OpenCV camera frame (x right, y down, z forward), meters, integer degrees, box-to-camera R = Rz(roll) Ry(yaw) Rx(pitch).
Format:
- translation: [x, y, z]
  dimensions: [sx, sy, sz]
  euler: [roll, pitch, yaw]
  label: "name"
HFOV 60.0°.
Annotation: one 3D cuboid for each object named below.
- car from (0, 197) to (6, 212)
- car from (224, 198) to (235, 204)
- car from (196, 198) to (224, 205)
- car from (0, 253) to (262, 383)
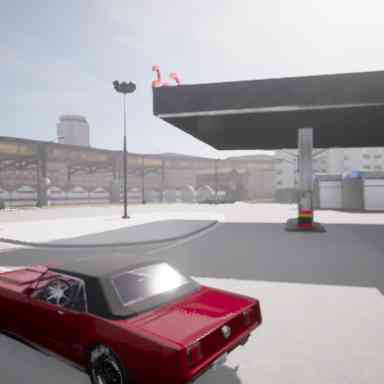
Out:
- translation: [-26.248, 1.684, 41.422]
  dimensions: [2.150, 2.045, 5.566]
  euler: [-1, -1, 28]
  label: "car"
- translation: [6.667, 1.962, 71.449]
  dimensions: [4.718, 1.301, 1.895]
  euler: [0, 0, -19]
  label: "car"
- translation: [3.197, 1.863, 66.438]
  dimensions: [4.902, 1.511, 2.128]
  euler: [0, -1, -25]
  label: "car"
- translation: [-1.489, 1.642, 5.056]
  dimensions: [4.718, 1.301, 1.895]
  euler: [-1, 0, 36]
  label: "car"
